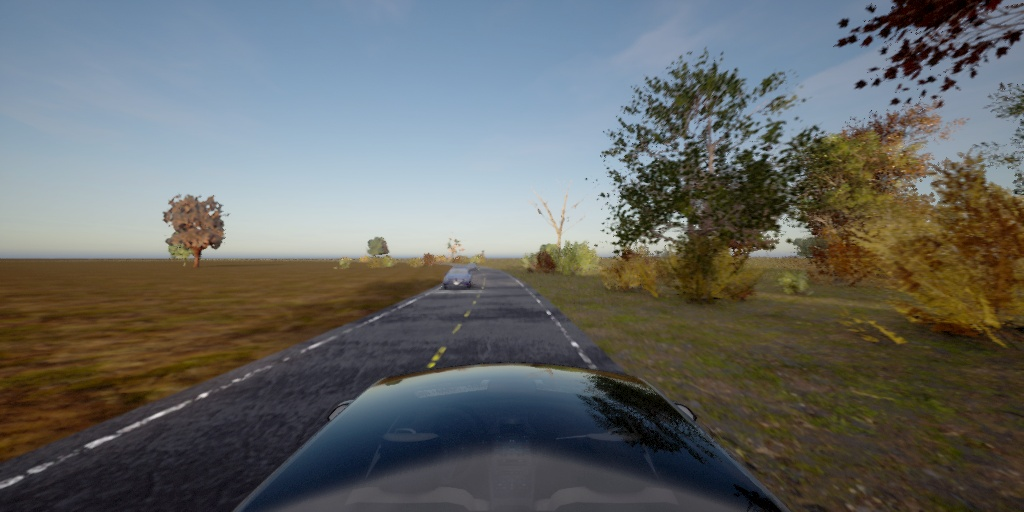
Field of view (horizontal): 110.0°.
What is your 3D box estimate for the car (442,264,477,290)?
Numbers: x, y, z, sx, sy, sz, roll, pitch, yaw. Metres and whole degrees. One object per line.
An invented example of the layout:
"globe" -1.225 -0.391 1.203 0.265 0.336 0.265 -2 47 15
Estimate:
"car" -3.711 1.529 25.447 1.812 1.442 4.674 0 -1 -3
